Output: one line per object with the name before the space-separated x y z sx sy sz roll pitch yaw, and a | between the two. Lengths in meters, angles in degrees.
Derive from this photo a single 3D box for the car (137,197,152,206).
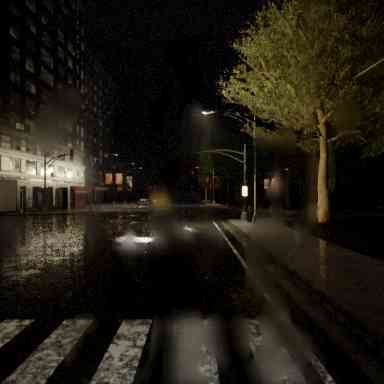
car | -9.591 2.005 65.629 1.994 1.385 4.181 0 -1 0

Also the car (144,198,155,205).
car | -9.567 2.129 75.497 1.994 1.385 4.181 0 -1 0

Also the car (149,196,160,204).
car | -9.541 1.957 85.903 2.150 2.045 5.566 0 -1 0

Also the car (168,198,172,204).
car | -6.316 2.123 75.955 2.033 1.411 5.357 0 -1 0

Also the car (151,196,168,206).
car | -6.341 1.923 65.955 1.882 1.535 5.008 0 -1 0

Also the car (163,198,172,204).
car | -6.291 2.260 86.158 1.812 1.442 4.674 0 -1 0

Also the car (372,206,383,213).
car | 41.790 3.908 74.394 4.892 1.490 1.837 4 -3 -45
